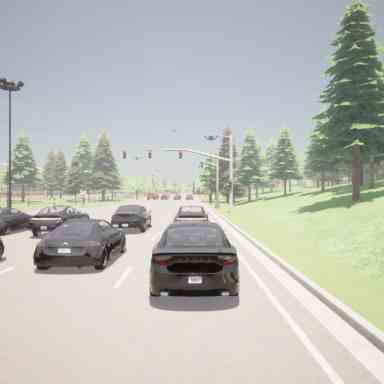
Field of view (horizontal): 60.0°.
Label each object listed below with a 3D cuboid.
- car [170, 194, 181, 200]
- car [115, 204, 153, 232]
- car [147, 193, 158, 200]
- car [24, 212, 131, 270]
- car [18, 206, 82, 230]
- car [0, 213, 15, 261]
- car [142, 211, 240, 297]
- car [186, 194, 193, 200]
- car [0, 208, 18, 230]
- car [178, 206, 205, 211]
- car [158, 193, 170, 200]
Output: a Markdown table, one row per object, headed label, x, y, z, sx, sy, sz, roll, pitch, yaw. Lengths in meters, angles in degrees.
| label | x | y | z | sx | sy | sz | roll | pitch | yaw |
| --- | --- | --- | --- | --- | --- | --- | --- | --- | --- |
| car | -4.161 | 1.517 | 92.041 | 2.128 | 1.511 | 4.902 | 0 | 0 | 0 |
| car | -3.541 | 1.505 | 19.909 | 1.837 | 1.490 | 4.892 | 0 | 0 | 0 |
| car | -11.161 | 1.217 | 92.021 | 2.150 | 2.045 | 5.566 | 0 | 0 | 0 |
| car | -3.479 | 1.564 | 11.044 | 1.994 | 1.385 | 4.181 | 0 | 0 | 0 |
| car | -7.031 | 1.492 | 18.172 | 2.128 | 1.511 | 4.902 | 0 | 0 | 0 |
| car | -6.973 | 1.526 | 8.906 | 1.812 | 1.442 | 4.674 | 0 | 0 | -1 |
| car | 0.041 | 1.478 | 8.640 | 1.882 | 1.535 | 5.008 | 0 | 0 | 0 |
| car | -0.665 | 1.545 | 92.483 | 1.994 | 1.385 | 4.181 | 0 | 0 | 0 |
| car | -10.534 | 1.564 | 18.648 | 1.994 | 1.385 | 4.181 | 0 | 0 | 0 |
| car | -0.031 | 1.492 | 18.133 | 2.128 | 1.511 | 4.902 | 0 | 0 | 0 |
| car | -7.661 | 1.491 | 92.016 | 1.837 | 1.490 | 4.892 | 0 | 0 | 0 |
